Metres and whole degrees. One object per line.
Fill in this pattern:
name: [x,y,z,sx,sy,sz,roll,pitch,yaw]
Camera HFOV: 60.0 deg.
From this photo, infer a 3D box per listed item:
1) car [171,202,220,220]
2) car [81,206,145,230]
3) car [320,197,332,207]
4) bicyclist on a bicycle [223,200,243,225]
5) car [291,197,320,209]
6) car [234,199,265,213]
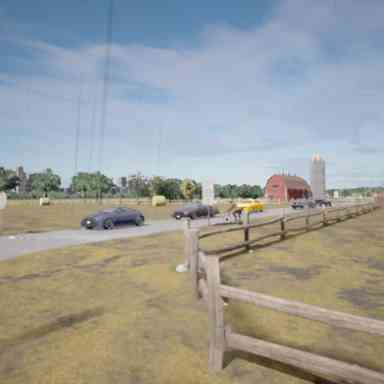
car: [0.429,1.625,29.138,2.033,1.411,5.357,-2,-1,36]
car: [-5.018,1.628,21.521,1.994,1.385,4.181,-2,-1,36]
car: [20.612,1.584,52.421,1.837,1.490,4.892,-2,-2,36]
bicyclist on a bicycle: [2.759,1.394,22.117,1.656,1.620,0.582,0,0,36]
car: [14.879,1.578,44.326,2.033,1.411,5.357,-2,-1,36]
car: [6.503,1.569,37.602,1.882,1.535,5.008,-2,-1,36]
